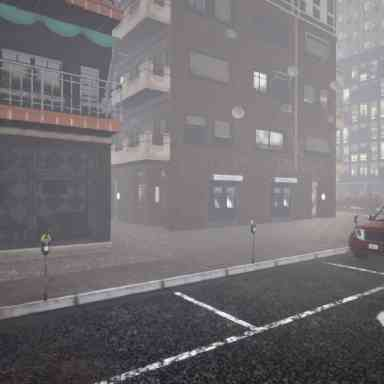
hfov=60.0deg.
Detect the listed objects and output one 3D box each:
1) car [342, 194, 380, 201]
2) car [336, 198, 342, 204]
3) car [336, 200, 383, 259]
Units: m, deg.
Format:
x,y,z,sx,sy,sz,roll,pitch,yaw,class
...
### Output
x,y,z,sx,sy,sz,roll,pitch,yaw,class
19.319,1.112,38.940,2.192,1.841,5.009,1,0,-36,car
12.706,1.333,34.186,1.802,1.307,4.206,1,0,-36,car
7.472,1.318,11.407,5.009,1.841,2.192,0,0,-35,car
